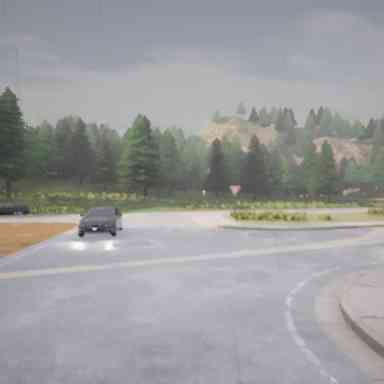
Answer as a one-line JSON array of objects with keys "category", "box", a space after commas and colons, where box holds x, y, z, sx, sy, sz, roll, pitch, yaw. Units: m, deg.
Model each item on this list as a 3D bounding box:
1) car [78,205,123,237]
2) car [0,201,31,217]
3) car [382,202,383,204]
[{"category": "car", "box": [-4.904, 1.527, 18.346, 1.837, 1.490, 4.892, 0, 0, -6]}, {"category": "car", "box": [-18.294, 1.669, 31.965, 5.008, 1.535, 1.882, 0, 0, -22]}, {"category": "car", "box": [26.292, 1.553, 42.522, 4.193, 1.474, 1.816, 0, -6, -24]}]
